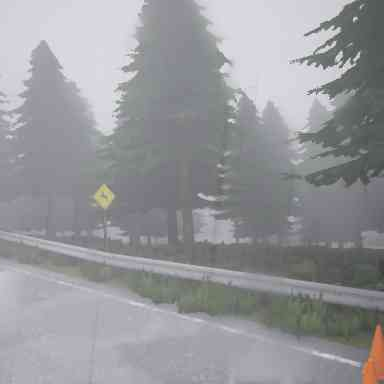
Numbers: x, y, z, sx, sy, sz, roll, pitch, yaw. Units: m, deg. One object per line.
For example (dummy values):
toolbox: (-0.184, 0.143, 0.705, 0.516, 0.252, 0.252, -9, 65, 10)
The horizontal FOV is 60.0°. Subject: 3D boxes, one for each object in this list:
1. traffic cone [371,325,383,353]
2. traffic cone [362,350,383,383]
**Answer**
traffic cone: (2.322, 1.956, 4.131, 0.340, 0.580, 0.340, 0, 0, 34)
traffic cone: (1.773, 1.956, 3.298, 0.340, 0.580, 0.340, 0, 0, 34)
